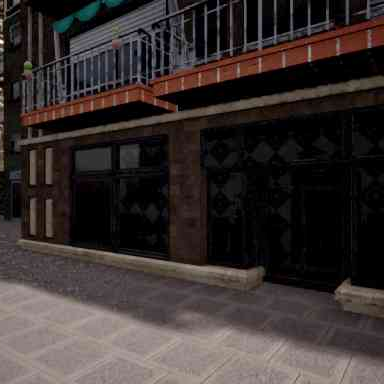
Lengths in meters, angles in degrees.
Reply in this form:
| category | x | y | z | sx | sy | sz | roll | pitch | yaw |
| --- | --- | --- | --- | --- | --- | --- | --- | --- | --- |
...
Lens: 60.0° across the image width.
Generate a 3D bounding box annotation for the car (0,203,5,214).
| category | x | y | z | sx | sy | sz | roll | pitch | yaw |
| --- | --- | --- | --- | --- | --- | --- | --- | --- | --- |
| car | -19.409 | 1.320 | 30.057 | 1.967 | 1.590 | 4.097 | 0 | 1 | 36 |
